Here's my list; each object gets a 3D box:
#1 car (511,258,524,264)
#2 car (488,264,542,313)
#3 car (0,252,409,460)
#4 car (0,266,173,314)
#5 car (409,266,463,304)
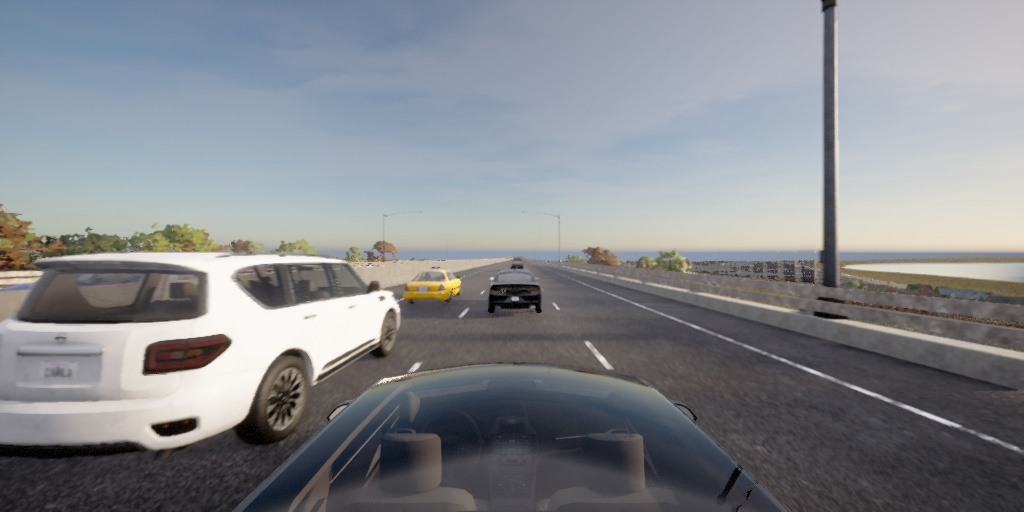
[{"bbox_3d":[0.809,1.456,54.020,1.882,1.535,5.008,0,0,1],"label":"car"},{"bbox_3d":[0.111,1.278,14.408,1.882,1.535,5.008,0,0,0],"label":"car"},{"bbox_3d":[-3.500,0.983,5.453,2.150,2.045,5.566,0,0,0],"label":"car"},{"bbox_3d":[-17.541,1.265,15.055,1.882,1.535,5.008,0,0,1],"label":"car"},{"bbox_3d":[-3.442,1.262,16.580,1.801,1.575,5.366,0,0,0],"label":"car"}]
